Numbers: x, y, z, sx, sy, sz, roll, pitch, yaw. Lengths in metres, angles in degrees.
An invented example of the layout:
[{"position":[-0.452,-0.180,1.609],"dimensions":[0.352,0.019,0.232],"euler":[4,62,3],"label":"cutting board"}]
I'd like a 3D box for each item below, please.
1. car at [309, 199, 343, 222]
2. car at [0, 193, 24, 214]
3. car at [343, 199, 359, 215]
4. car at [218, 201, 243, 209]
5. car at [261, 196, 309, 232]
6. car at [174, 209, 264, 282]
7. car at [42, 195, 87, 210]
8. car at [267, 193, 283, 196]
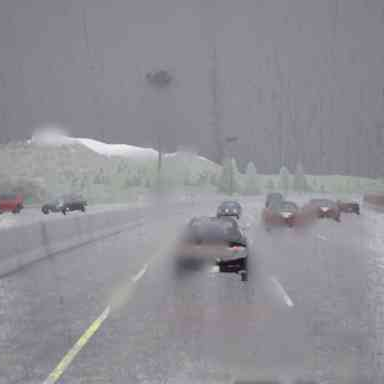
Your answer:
[{"position":[10.030,1.311,26.122],"dimensions":[2.097,1.767,4.553],"euler":[0,0,11],"label":"car"},{"position":[-17.910,1.162,30.327],"dimensions":[2.150,2.045,5.566],"euler":[0,0,11],"label":"car"},{"position":[15.334,1.434,33.325],"dimensions":[1.882,1.535,5.008],"euler":[0,0,15],"label":"car"},{"position":[3.214,1.478,28.002],"dimensions":[2.033,1.411,5.357],"euler":[0,0,12],"label":"car"},{"position":[5.371,1.312,20.058],"dimensions":[2.097,1.767,4.553],"euler":[0,0,8],"label":"car"},{"position":[0.616,1.465,9.693],"dimensions":[2.128,1.511,4.902],"euler":[0,0,4],"label":"car"},{"position":[-11.031,0.951,29.021],"dimensions":[2.097,1.767,4.553],"euler":[0,0,11],"label":"car"},{"position":[10.316,1.139,41.022],"dimensions":[2.150,2.045,5.566],"euler":[0,0,18],"label":"car"}]
